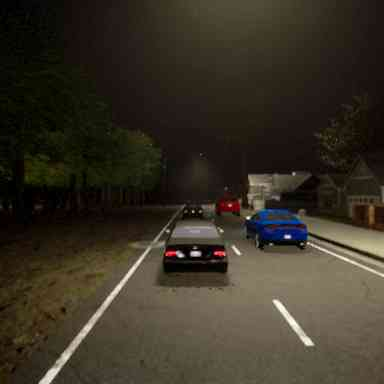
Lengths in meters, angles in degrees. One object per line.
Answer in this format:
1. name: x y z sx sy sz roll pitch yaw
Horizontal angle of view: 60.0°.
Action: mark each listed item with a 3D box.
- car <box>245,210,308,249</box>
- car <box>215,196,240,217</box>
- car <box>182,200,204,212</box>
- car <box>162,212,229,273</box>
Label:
1. car: 3.602 1.548 14.986 1.882 1.535 5.008 0 0 0
2. car: 3.603 1.411 34.257 2.150 2.045 5.566 0 -1 0
3. car: 0.101 1.698 30.186 2.033 1.411 5.357 0 0 0
4. car: 0.094 1.598 10.787 2.033 1.411 5.357 0 0 0
